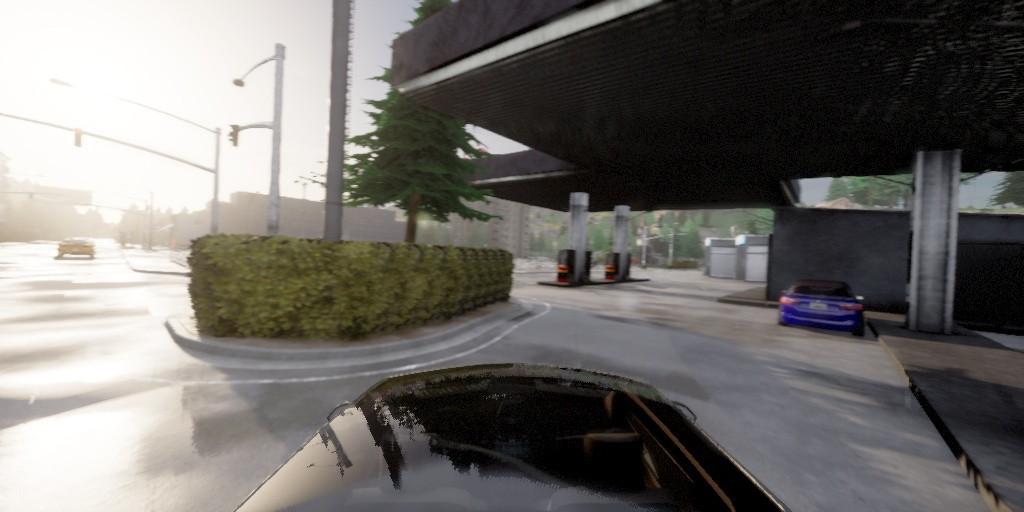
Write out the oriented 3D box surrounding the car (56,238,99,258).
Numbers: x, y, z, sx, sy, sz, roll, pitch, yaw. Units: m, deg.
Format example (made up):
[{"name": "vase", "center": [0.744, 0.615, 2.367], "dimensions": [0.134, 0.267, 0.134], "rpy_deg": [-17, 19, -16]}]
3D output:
[{"name": "car", "center": [-34.866, -0.660, 28.751], "dimensions": [5.008, 1.535, 1.882], "rpy_deg": [3, 1, 42]}]
